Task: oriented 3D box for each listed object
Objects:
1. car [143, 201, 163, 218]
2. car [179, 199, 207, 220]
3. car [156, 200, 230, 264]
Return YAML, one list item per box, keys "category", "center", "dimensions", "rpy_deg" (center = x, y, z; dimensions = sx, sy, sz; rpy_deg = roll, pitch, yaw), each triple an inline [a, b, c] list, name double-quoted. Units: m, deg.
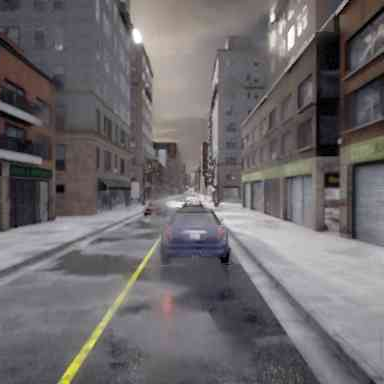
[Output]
- category: "car"
  center: [-3.098, 1.498, 29.261]
  dimensions: [1.895, 1.301, 4.718]
  rpy_deg: [0, 0, 0]
- category: "car"
  center: [0.088, 1.394, 27.836]
  dimensions: [2.128, 1.511, 4.902]
  rpy_deg: [0, 0, 0]
- category: "car"
  center: [0.089, 1.313, 11.826]
  dimensions: [2.097, 1.767, 4.553]
  rpy_deg: [0, 0, 0]
